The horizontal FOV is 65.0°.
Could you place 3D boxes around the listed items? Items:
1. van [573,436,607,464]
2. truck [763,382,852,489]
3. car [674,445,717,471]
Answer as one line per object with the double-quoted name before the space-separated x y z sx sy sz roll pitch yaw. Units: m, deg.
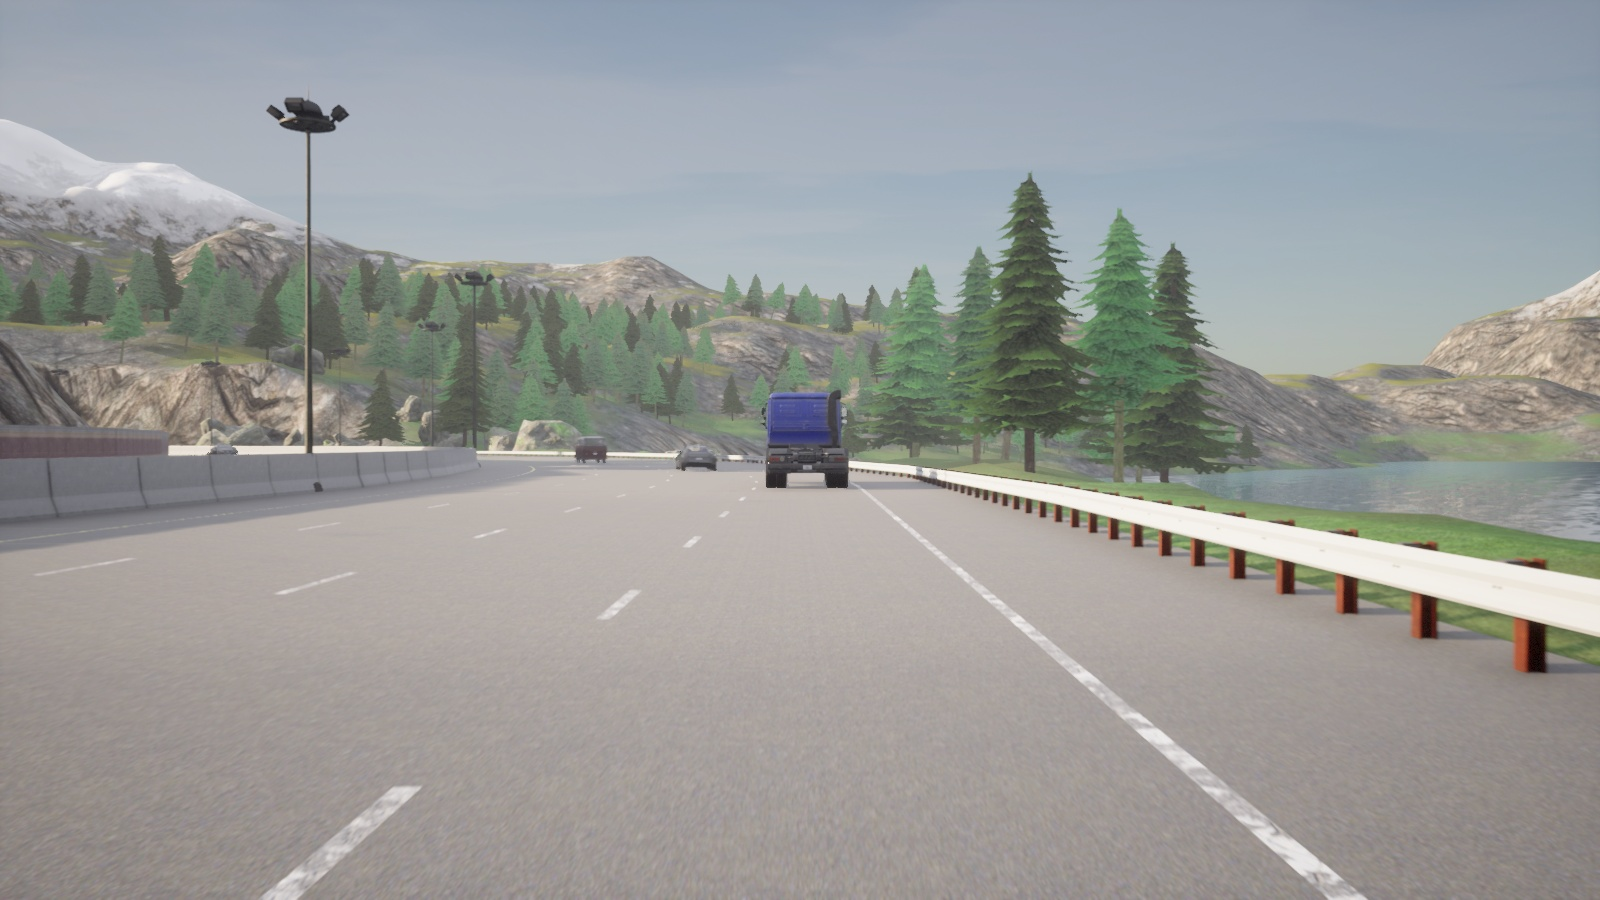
"van" -15.408 -0.031 91.905 1.775 1.987 4.442 0 0 -19
"truck" 0.175 -0.487 44.705 2.891 3.462 7.936 0 0 -1
"car" -5.752 0.418 68.753 1.994 1.385 4.181 0 0 -10
